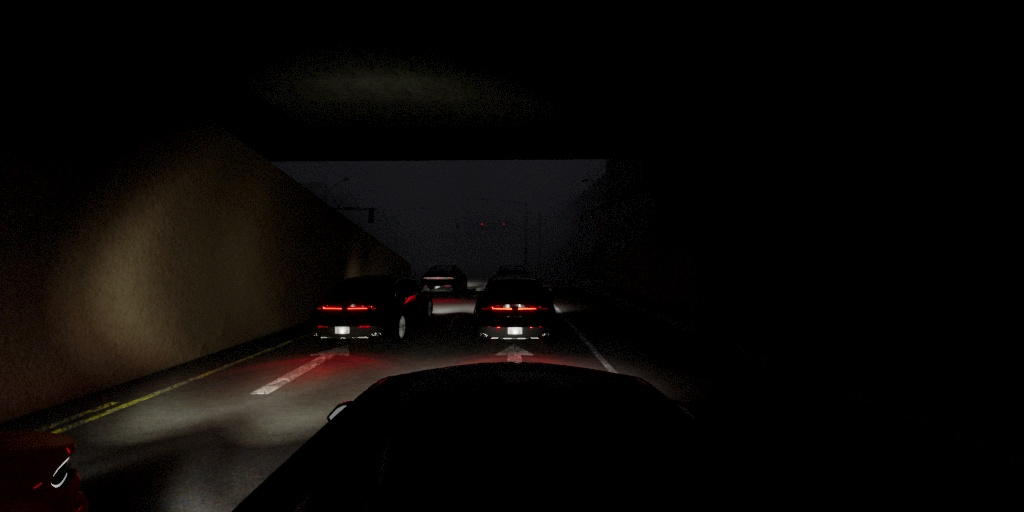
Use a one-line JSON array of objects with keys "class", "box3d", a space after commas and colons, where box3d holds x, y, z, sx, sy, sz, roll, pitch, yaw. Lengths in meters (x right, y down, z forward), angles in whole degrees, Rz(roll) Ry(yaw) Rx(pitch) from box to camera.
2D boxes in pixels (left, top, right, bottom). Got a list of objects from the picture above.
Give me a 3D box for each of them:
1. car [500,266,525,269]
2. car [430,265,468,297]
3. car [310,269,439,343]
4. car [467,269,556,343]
[{"class": "car", "box3d": [0.012, 1.255, 19.030, 1.837, 1.490, 4.892, 0, 0, 0]}, {"class": "car", "box3d": [-3.484, 1.242, 18.994, 2.128, 1.511, 4.902, 0, 0, -1]}, {"class": "car", "box3d": [-3.448, 1.255, 9.677, 1.837, 1.490, 4.892, 0, 0, 0]}, {"class": "car", "box3d": [0.053, 1.255, 9.620, 1.837, 1.490, 4.892, 0, 0, 0]}]
